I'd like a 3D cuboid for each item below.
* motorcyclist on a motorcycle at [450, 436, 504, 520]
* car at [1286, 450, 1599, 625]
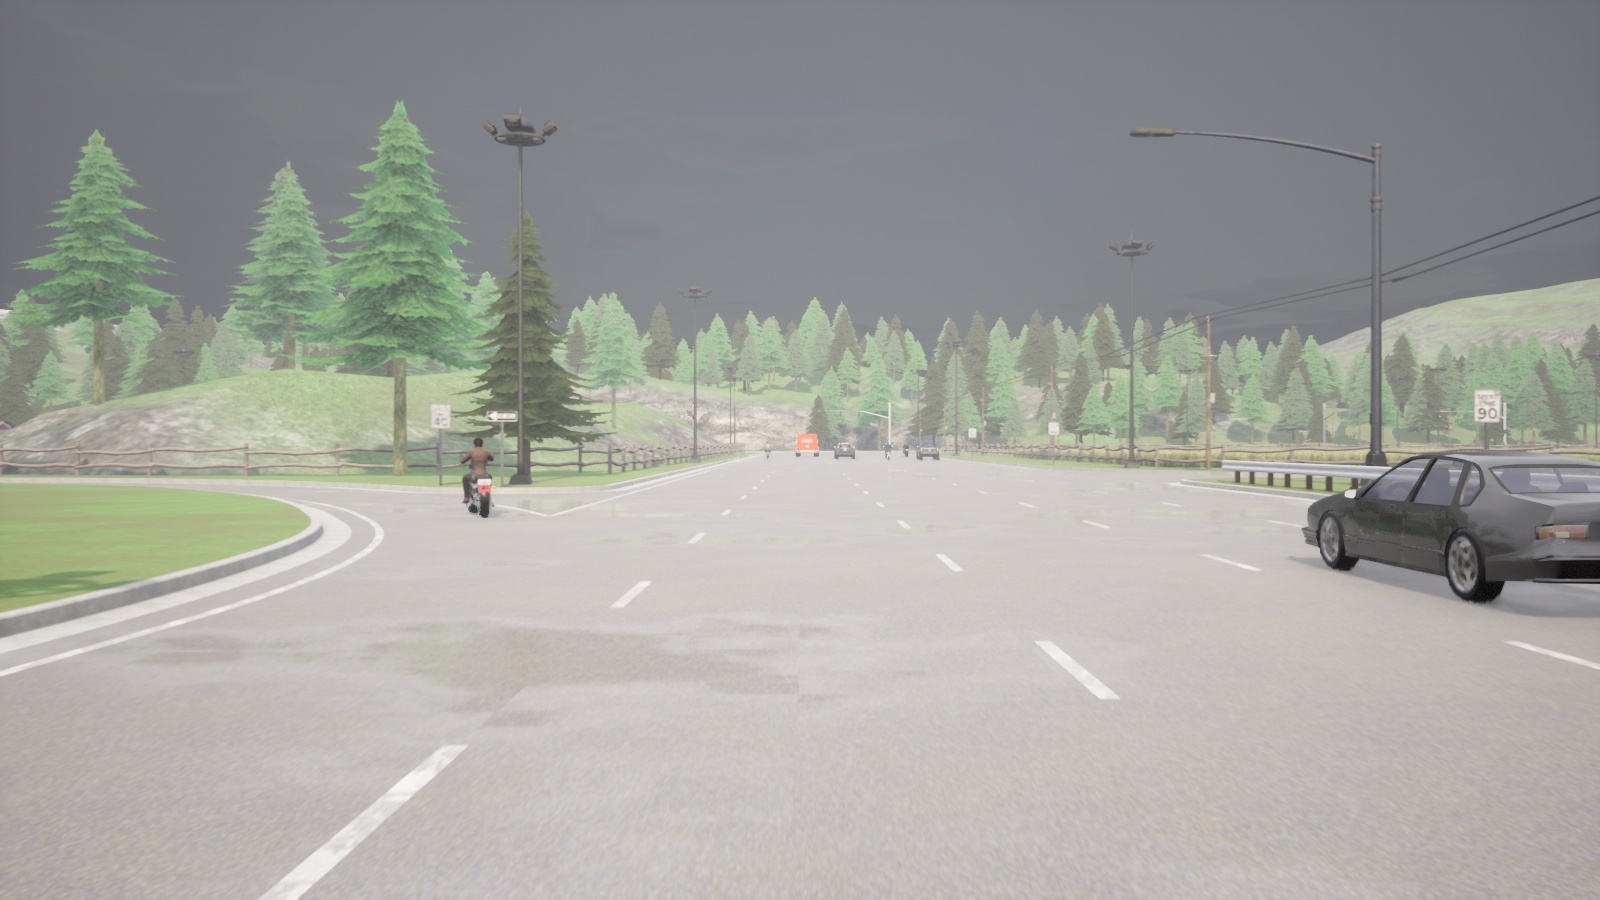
[{"bbox_3d":[-6.723,0.544,26.056,0.766,1.649,2.350,-1,0,-22],"label":"motorcyclist on a motorcycle"},{"bbox_3d":[7.089,0.726,13.052,2.033,1.411,5.357,0,0,0],"label":"car"}]
